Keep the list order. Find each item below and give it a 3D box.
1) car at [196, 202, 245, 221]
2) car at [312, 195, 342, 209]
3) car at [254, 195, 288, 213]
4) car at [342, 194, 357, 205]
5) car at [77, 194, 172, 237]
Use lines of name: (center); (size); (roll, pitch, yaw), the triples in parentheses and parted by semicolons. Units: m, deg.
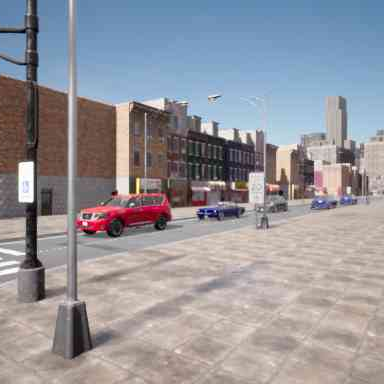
car: (2.284, 1.436, 25.766); (1.895, 1.301, 4.718); (0, 0, 35)
car: (16.059, 1.115, 40.030); (2.097, 1.767, 4.553); (0, 1, 37)
car: (8.087, 1.140, 33.885); (2.097, 1.767, 4.553); (0, 0, 36)
car: (24.158, 1.065, 51.331); (2.097, 1.767, 4.553); (0, 0, 32)
car: (-3.394, 1.118, 17.779); (2.150, 2.045, 5.566); (0, 0, 35)
